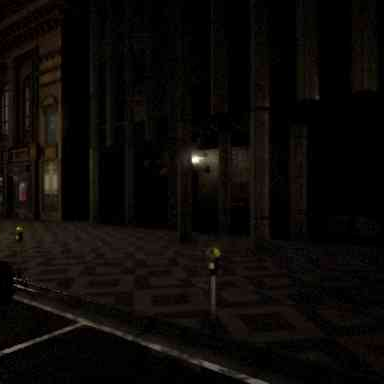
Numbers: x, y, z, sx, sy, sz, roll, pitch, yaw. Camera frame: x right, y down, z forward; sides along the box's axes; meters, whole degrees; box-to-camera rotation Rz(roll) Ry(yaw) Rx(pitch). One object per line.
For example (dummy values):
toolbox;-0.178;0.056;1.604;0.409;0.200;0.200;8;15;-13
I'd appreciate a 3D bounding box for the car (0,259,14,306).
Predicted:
car;-5.299;1.600;6.736;4.313;1.339;1.947;0;0;35
